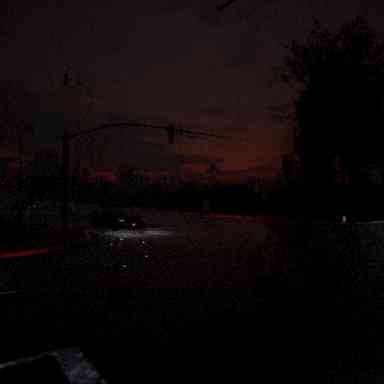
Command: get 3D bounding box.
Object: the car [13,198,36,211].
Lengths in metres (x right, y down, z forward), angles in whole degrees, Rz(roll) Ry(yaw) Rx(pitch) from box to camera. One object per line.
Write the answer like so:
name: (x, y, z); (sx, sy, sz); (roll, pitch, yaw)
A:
car: (-20.078, 1.528, 39.800); (1.837, 1.490, 4.892); (1, 0, -39)

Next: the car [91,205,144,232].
car: (-4.779, 1.580, 20.877); (1.812, 1.442, 4.674); (1, 0, -39)
